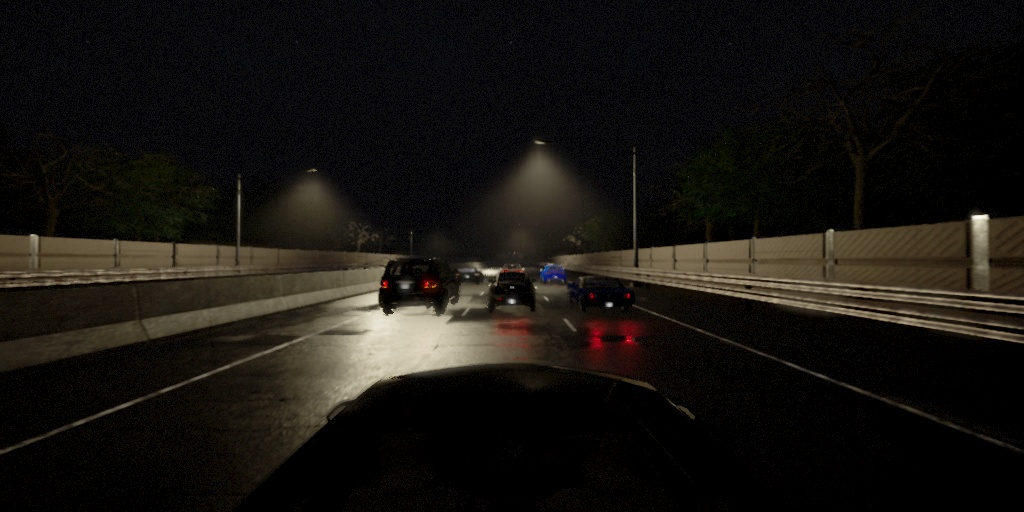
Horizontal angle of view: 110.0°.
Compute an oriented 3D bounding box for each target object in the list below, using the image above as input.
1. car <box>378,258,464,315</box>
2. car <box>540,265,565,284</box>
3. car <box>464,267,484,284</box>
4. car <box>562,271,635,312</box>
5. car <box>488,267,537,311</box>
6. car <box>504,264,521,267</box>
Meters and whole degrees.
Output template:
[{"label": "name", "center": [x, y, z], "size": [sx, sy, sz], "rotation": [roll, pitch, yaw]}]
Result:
[{"label": "car", "center": [-3.492, 1.106, 14.423], "size": [2.150, 2.045, 5.566], "rotation": [0, 0, 0]}, {"label": "car", "center": [3.523, 1.554, 31.110], "size": [1.882, 1.535, 5.008], "rotation": [0, 0, 0]}, {"label": "car", "center": [-3.487, 1.630, 30.189], "size": [1.994, 1.385, 4.181], "rotation": [0, -1, 1]}, {"label": "car", "center": [3.514, 1.489, 15.096], "size": [1.895, 1.301, 4.718], "rotation": [0, -1, 0]}, {"label": "car", "center": [0.016, 1.398, 15.357], "size": [1.837, 1.490, 4.892], "rotation": [0, 0, 0]}, {"label": "car", "center": [0.016, 1.417, 30.264], "size": [2.097, 1.767, 4.553], "rotation": [0, -1, 0]}]
